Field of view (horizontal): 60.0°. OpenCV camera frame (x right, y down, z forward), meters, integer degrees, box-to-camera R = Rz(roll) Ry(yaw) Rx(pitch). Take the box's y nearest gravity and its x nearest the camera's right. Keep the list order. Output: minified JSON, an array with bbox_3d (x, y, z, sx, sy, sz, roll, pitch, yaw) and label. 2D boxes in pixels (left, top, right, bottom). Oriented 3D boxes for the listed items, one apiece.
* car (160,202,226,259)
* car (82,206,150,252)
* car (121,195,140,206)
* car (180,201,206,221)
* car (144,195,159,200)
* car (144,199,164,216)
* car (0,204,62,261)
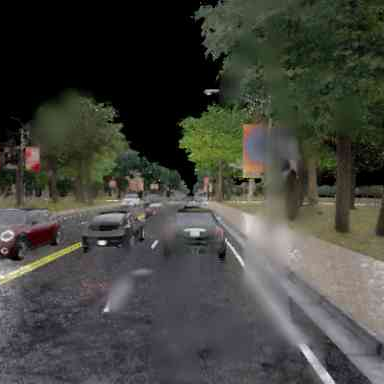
[{"bbox_3d":[0.096,1.383,12.884,2.097,1.767,4.553,0,0,0],"label":"car"},{"bbox_3d":[-3.153,1.540,14.071,1.837,1.490,4.892,0,0,0],"label":"car"},{"bbox_3d":[-9.817,1.444,53.608,2.150,2.045,5.566,0,0,1],"label":"car"},{"bbox_3d":[0.093,1.599,29.710,2.128,1.511,4.902,0,0,0],"label":"car"},{"bbox_3d":[-6.568,1.450,54.780,2.150,2.045,5.566,0,0,1],"label":"car"},{"bbox_3d":[-3.157,1.637,30.728,1.812,1.442,4.674,0,0,0],"label":"car"},{"bbox_3d":[-6.604,1.381,12.350,2.097,1.767,4.553,0,0,0],"label":"car"}]
